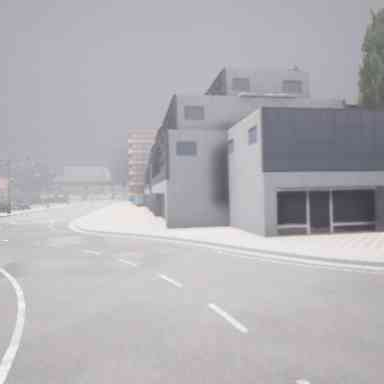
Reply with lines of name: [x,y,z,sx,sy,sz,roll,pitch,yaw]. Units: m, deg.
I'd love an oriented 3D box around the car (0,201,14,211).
car: [-37.122,2.763,65.599,2.097,1.767,4.553,-1,-1,-10]

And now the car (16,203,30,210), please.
car: [-33.606,2.859,65.840,1.812,1.442,4.674,-1,-1,-10]

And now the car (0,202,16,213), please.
car: [-31.642,2.740,54.988,2.033,1.411,5.357,-1,-1,-10]
